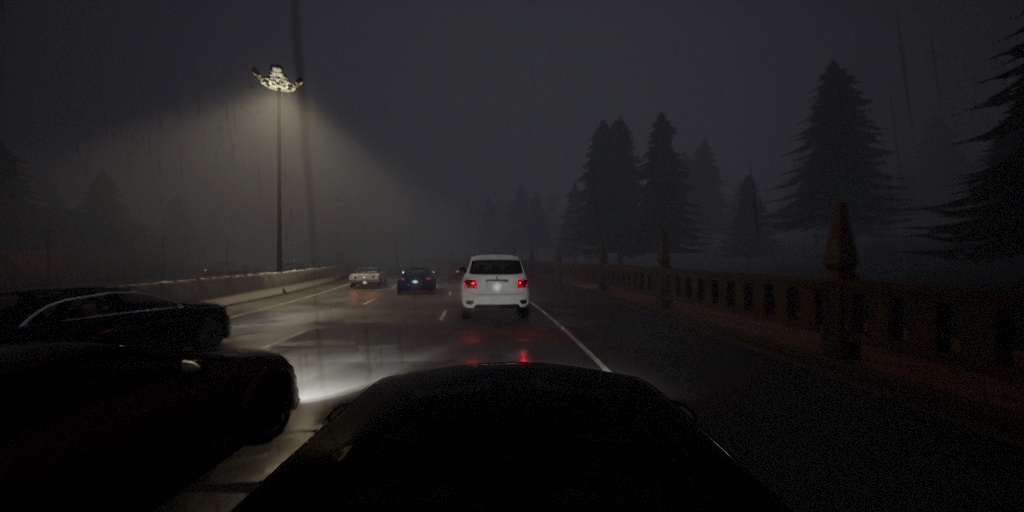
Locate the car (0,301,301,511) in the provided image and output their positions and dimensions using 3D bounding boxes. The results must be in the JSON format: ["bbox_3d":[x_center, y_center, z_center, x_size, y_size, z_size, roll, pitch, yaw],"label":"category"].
[{"bbox_3d":[-3.573,1.328,2.664,1.994,1.385,4.181,0,0,0],"label":"car"}]

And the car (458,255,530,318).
[{"bbox_3d":[-0.724,0.979,13.247,2.150,2.045,5.566,0,0,-6],"label":"car"}]

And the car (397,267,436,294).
[{"bbox_3d":[-5.486,1.343,20.919,1.994,1.385,4.181,0,0,-11],"label":"car"}]

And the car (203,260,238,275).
[{"bbox_3d":[-28.024,1.224,34.903,2.097,1.767,4.553,0,0,-23],"label":"car"}]

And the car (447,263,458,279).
[{"bbox_3d":[-4.711,1.329,32.628,2.033,1.411,5.357,0,0,-17],"label":"car"}]

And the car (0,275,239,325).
[{"bbox_3d":[-7.179,1.271,6.063,2.128,1.511,4.902,0,0,-3],"label":"car"}]

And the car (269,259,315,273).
[{"bbox_3d":[-19.354,1.329,31.720,2.128,1.511,4.902,0,0,-19],"label":"car"}]

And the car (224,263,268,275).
[{"bbox_3d":[-22.916,1.452,31.444,1.895,1.301,4.718,0,0,-20],"label":"car"}]

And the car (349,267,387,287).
[{"bbox_3d":[-9.867,1.399,24.910,1.895,1.301,4.718,0,0,-14],"label":"car"}]
